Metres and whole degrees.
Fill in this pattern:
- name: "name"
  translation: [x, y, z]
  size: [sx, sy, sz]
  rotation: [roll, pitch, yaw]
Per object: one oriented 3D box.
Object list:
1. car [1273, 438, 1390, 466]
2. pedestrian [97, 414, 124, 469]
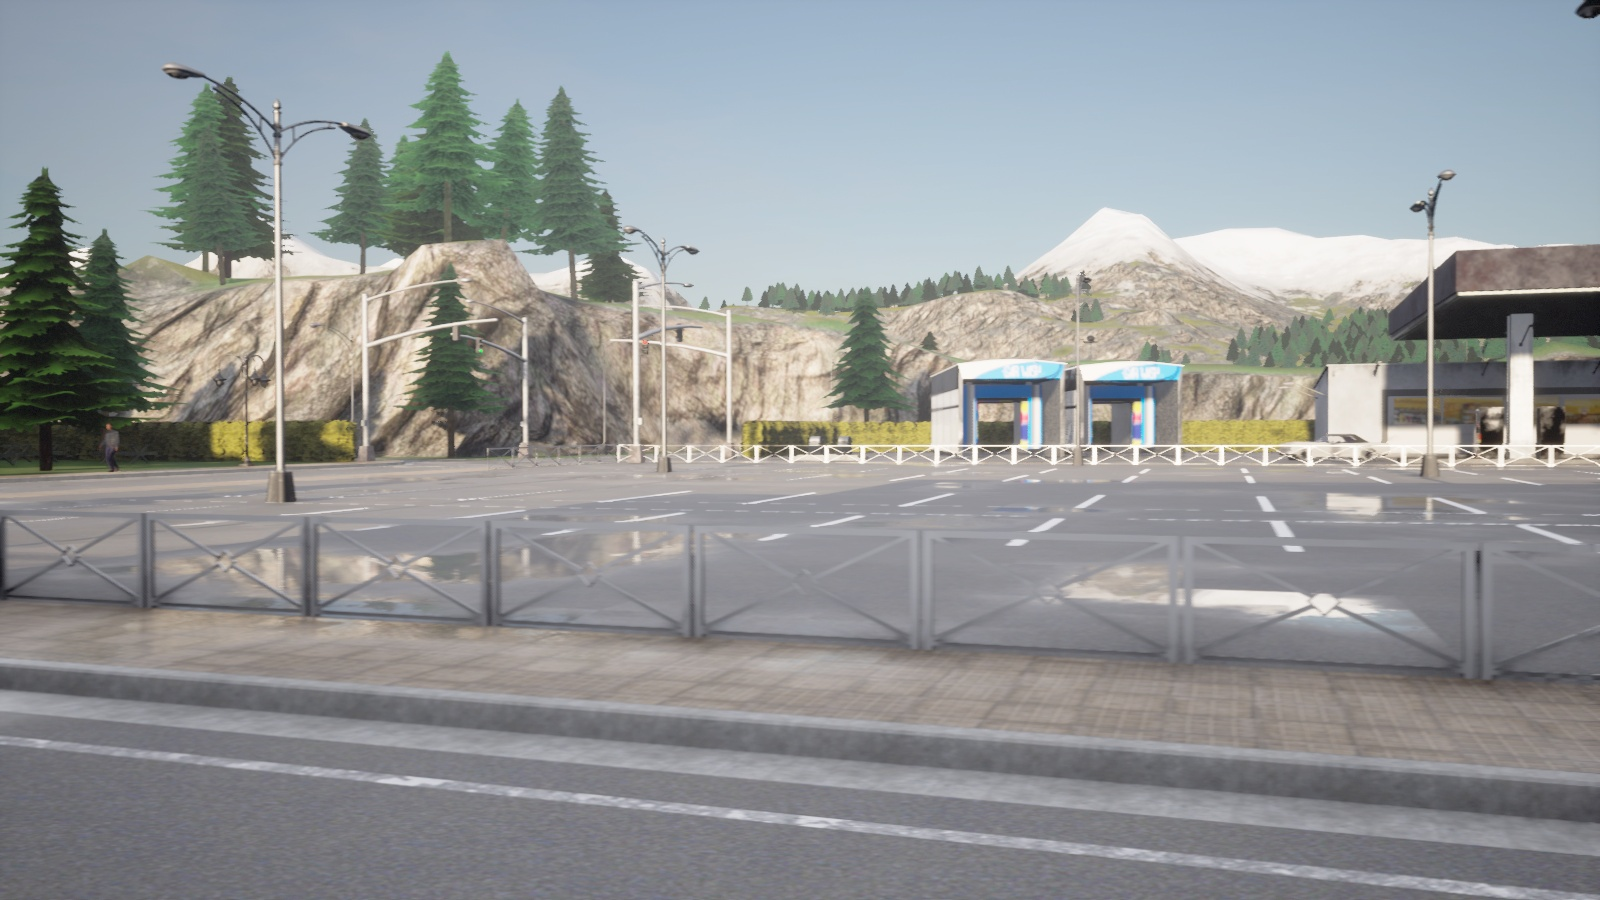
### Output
- name: "car"
  translation: [25.078, 0.085, 59.396]
  size: [4.718, 1.301, 1.895]
  rotation: [0, 1, 4]
- name: "pedestrian"
  translation: [-24.535, -0.311, 44.683]
  size: [0.423, 1.949, 0.788]
  rotation: [0, 1, 16]
